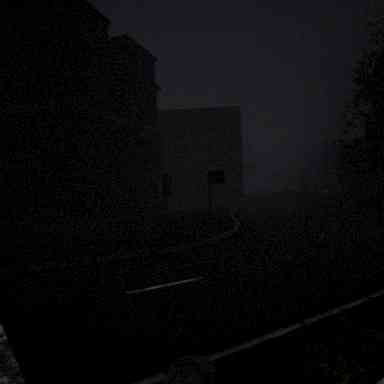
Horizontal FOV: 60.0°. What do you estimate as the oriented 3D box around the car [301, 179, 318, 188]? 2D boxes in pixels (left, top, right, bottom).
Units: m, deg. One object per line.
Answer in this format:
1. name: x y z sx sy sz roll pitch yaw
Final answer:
1. car: 20.227 -1.411 57.427 1.882 1.535 5.008 -3 1 4
